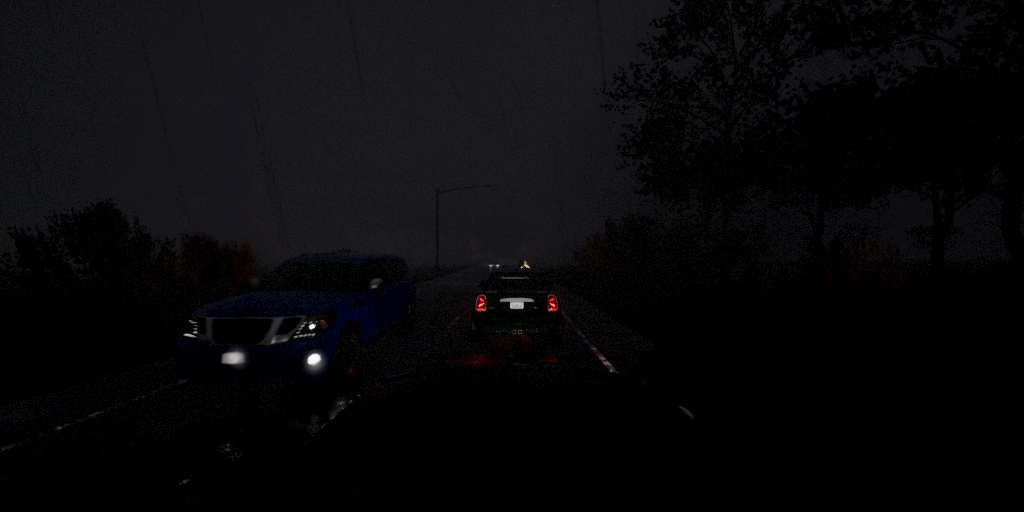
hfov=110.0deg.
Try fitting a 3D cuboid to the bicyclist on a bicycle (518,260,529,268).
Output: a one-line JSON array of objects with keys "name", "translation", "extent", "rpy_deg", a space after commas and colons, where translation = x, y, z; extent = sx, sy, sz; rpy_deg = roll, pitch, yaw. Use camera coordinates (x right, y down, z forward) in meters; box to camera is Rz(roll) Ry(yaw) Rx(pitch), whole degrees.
[{"name": "bicyclist on a bicycle", "translation": [0.954, 1.177, 25.767], "extent": [0.866, 1.612, 1.509], "rpy_deg": [0, 0, 1]}]

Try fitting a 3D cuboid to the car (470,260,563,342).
[{"name": "car", "translation": [0.106, 1.099, 9.944], "extent": [2.097, 1.767, 4.553], "rpy_deg": [0, 0, 0]}]

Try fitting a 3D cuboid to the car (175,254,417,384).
[{"name": "car", "translation": [-3.595, 0.969, 7.395], "extent": [2.150, 2.045, 5.566], "rpy_deg": [0, 0, 0]}]
